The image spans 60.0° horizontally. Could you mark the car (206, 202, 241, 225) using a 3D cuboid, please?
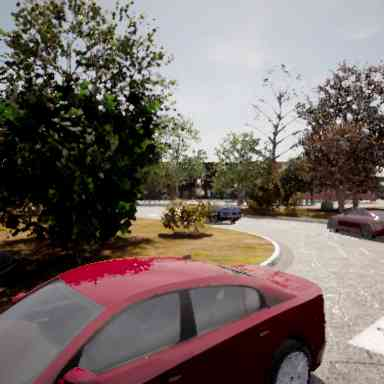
[{"bbox_3d":[1.236,1.492,23.502,1.895,1.301,4.718,0,0,-36],"label":"car"}]

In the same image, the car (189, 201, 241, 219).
[{"bbox_3d":[1.872,1.502,28.525,1.895,1.301,4.718,0,0,-35],"label":"car"}]

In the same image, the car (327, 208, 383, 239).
[{"bbox_3d":[8.677,1.478,16.691,1.994,1.385,4.181,0,0,-9],"label":"car"}]

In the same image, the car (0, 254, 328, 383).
[{"bbox_3d":[-0.709,1.464,3.173,5.008,1.535,1.882,-1,1,-37],"label":"car"}]
